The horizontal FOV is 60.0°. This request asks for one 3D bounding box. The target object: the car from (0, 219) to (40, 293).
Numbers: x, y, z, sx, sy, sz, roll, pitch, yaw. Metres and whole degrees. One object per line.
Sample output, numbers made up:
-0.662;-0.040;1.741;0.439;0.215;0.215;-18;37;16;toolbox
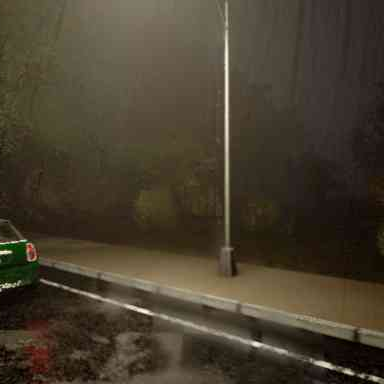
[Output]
-5.492;1.309;7.559;4.553;1.767;2.097;0;0;36;car
